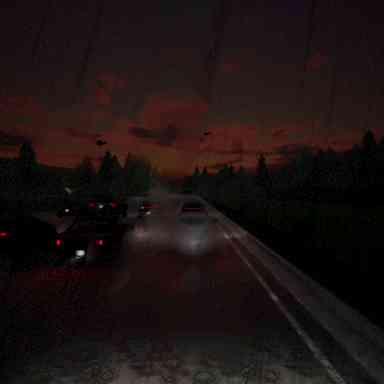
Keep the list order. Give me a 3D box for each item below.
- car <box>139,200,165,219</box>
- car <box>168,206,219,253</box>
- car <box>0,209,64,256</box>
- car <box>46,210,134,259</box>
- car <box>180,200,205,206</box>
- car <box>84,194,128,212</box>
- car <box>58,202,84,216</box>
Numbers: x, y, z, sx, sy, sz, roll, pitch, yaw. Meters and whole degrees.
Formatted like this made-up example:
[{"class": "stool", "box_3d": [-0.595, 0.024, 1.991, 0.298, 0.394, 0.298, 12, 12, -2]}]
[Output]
[{"class": "car", "box_3d": [-3.431, 1.466, 28.982, 2.128, 1.511, 4.902, 0, 0, 0]}, {"class": "car", "box_3d": [0.066, 1.514, 13.445, 1.812, 1.442, 4.674, 0, 0, 0]}, {"class": "car", "box_3d": [-6.933, 1.550, 13.029, 1.994, 1.385, 4.181, 0, 0, 0]}, {"class": "car", "box_3d": [-3.438, 1.590, 12.524, 1.895, 1.301, 4.718, 0, 0, 0]}, {"class": "car", "box_3d": [0.070, 1.481, 29.061, 1.837, 1.490, 4.892, 0, 1, 0]}, {"class": "car", "box_3d": [-6.936, 1.198, 28.036, 2.150, 2.045, 5.566, 0, 0, 0]}, {"class": "car", "box_3d": [-10.426, 1.537, 29.763, 1.994, 1.385, 4.181, 0, 0, 0]}]
